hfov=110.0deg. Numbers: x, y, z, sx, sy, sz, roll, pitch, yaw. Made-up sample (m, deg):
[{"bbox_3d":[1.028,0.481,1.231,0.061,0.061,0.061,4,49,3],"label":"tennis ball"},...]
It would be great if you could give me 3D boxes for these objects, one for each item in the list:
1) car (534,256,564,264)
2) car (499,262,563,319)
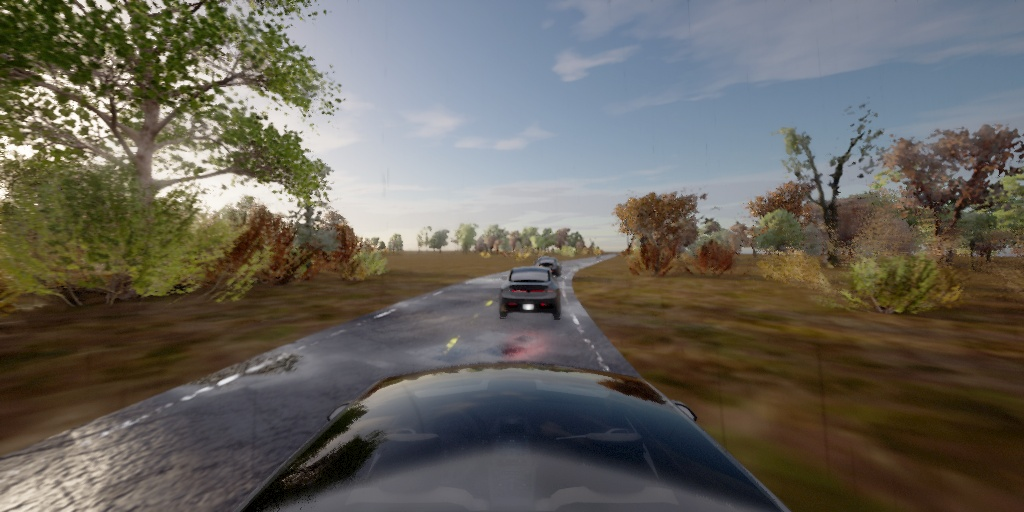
[{"bbox_3d":[2.962,0.899,28.578,1.837,1.490,4.892,0,1,11],"label":"car"},{"bbox_3d":[0.665,1.112,12.194,1.837,1.490,4.892,0,1,5],"label":"car"}]
